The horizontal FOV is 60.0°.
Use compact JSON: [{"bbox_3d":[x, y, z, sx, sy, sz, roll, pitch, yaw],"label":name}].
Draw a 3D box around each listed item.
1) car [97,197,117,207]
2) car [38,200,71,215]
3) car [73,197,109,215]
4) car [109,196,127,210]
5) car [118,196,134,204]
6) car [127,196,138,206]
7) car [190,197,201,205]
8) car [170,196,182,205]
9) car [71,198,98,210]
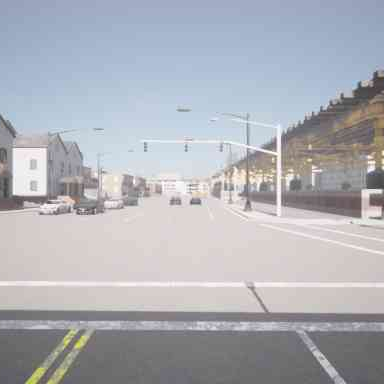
[{"bbox_3d":[-13.570,1.504,53.186,1.837,1.490,4.892,0,0,1],"label":"car"},{"bbox_3d":[-13.993,1.526,34.244,1.812,1.442,4.674,0,0,1],"label":"car"},{"bbox_3d":[-10.485,1.505,34.541,1.837,1.490,4.892,0,0,1],"label":"car"},{"bbox_3d":[-10.275,1.526,43.778,1.812,1.442,4.674,0,0,1],"label":"car"},{"bbox_3d":[-13.202,1.547,66.570,2.033,1.411,5.357,0,0,2],"label":"car"},{"bbox_3d":[-10.048,1.477,54.253,1.882,1.535,5.008,0,0,1],"label":"car"},{"bbox_3d":[0.644,1.564,58.921,1.994,1.385,4.181,0,0,1],"label":"car"},{"bbox_3d":[-2.855,1.491,58.997,2.128,1.511,4.902,0,0,1],"label":"car"},{"bbox_3d":[-13.792,1.564,42.954,1.994,1.385,4.181,0,0,2],"label":"car"}]
